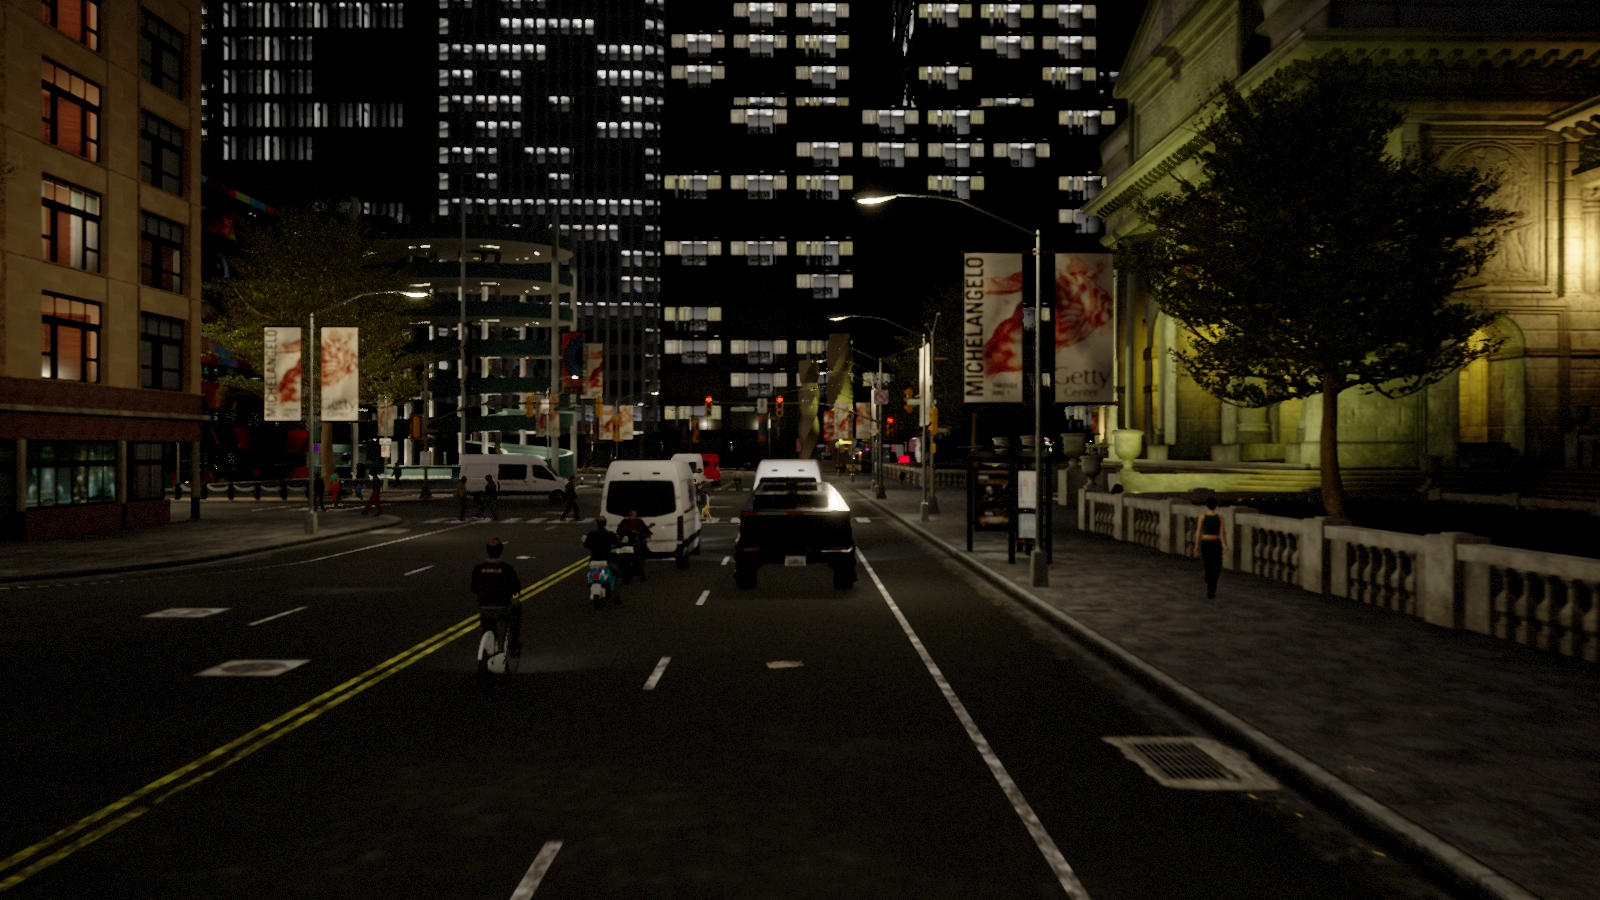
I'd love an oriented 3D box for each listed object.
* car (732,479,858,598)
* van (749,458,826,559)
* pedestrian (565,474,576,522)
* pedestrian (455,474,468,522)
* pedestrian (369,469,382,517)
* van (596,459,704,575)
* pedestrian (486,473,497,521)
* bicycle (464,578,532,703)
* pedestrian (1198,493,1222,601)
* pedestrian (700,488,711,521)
[{"bbox_3d":[-0.106,1.753,24.792,2.390,2.098,6.274,0,0,0],"label":"car"},{"bbox_3d":[-0.257,1.534,32.351,1.988,2.561,5.915,0,0,1],"label":"van"},{"bbox_3d":[-8.848,1.849,44.069,0.375,1.860,0.375,0,0,-1],"label":"pedestrian"},{"bbox_3d":[-13.123,1.849,44.274,0.375,1.860,0.375,0,0,5],"label":"pedestrian"},{"bbox_3d":[-16.786,1.697,45.182,0.375,1.860,0.375,0,0,1],"label":"pedestrian"},{"bbox_3d":[-3.642,1.534,28.788,1.988,2.561,5.915,0,0,0],"label":"van"},{"bbox_3d":[-12.160,1.848,45.048,0.375,1.860,0.375,0,0,-13],"label":"pedestrian"},{"bbox_3d":[-3.559,2.210,13.549,0.329,1.171,1.835,0,0,0],"label":"bicycle"},{"bbox_3d":[7.198,1.697,20.065,0.375,1.860,0.375,0,0,24],"label":"pedestrian"},{"bbox_3d":[-3.685,2.128,44.777,0.375,1.300,0.375,0,0,5],"label":"pedestrian"}]
